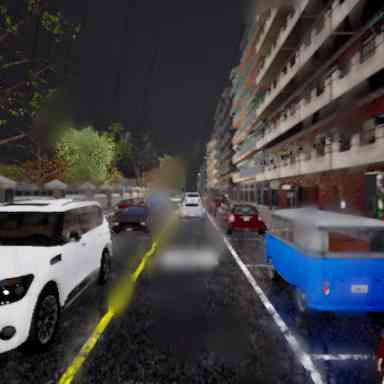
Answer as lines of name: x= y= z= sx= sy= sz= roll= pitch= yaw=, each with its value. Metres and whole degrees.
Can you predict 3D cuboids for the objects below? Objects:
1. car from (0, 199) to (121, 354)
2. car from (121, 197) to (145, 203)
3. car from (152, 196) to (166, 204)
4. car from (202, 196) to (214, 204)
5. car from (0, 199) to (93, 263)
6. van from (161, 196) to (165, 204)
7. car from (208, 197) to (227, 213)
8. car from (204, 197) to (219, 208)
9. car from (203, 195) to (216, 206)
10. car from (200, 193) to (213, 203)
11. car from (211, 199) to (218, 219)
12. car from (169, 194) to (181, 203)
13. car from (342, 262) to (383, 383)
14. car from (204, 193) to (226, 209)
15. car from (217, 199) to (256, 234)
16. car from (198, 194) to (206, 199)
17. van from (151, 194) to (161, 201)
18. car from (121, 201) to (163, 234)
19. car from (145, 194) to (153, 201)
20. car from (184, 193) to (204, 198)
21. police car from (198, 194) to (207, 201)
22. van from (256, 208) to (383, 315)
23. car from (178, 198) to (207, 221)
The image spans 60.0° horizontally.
car: x=-3.088 y=1.197 z=6.425 sx=2.150 sy=2.045 sz=5.566 roll=0 pitch=0 yaw=-1
car: x=-5.679 y=1.337 z=29.720 sx=1.967 sy=1.590 sz=4.097 roll=0 pitch=0 yaw=0
car: x=-5.670 y=1.373 z=57.870 sx=2.008 sy=1.369 sz=4.403 roll=0 pitch=0 yaw=0
car: x=2.710 y=1.404 z=57.868 sx=1.802 sy=1.307 sz=4.206 roll=0 pitch=0 yaw=0
car: x=-5.684 y=1.268 z=12.829 sx=2.192 sy=1.841 sz=5.009 roll=0 pitch=0 yaw=0
van: x=-5.672 y=1.176 z=52.239 sx=1.690 sy=1.788 sz=3.998 roll=0 pitch=0 yaw=0
car: x=2.701 y=1.441 z=29.717 sx=1.887 sy=1.381 sz=4.507 roll=0 pitch=0 yaw=0
car: x=2.706 y=1.393 z=46.608 sx=1.887 sy=1.381 sz=4.507 roll=0 pitch=0 yaw=0
car: x=2.708 y=1.275 z=52.236 sx=1.967 sy=1.590 sz=4.097 roll=0 pitch=0 yaw=0
car: x=2.712 y=1.126 z=63.497 sx=2.192 sy=1.841 sz=5.009 roll=0 pitch=0 yaw=0
car: x=2.699 y=1.465 z=24.087 sx=2.008 sy=1.369 sz=4.403 roll=0 pitch=0 yaw=0
car: x=-2.999 y=1.412 z=63.043 sx=1.895 sy=1.301 sz=4.718 roll=0 pitch=0 yaw=1
car: x=2.693 y=1.538 z=1.566 sx=1.887 sy=1.381 sz=4.507 roll=0 pitch=0 yaw=0
car: x=2.704 y=1.195 z=35.346 sx=2.192 sy=1.841 sz=5.009 roll=0 pitch=0 yaw=0
car: x=2.698 y=1.373 z=18.457 sx=1.967 sy=1.590 sz=4.097 roll=0 pitch=0 yaw=0
car: x=2.720 y=1.313 z=91.650 sx=2.008 sy=1.369 sz=4.403 roll=0 pitch=0 yaw=0
van: x=-5.674 y=1.190 z=46.610 sx=1.690 sy=1.788 sz=3.998 roll=0 pitch=0 yaw=0
car: x=-3.078 y=1.478 z=19.099 sx=2.033 sy=1.411 sz=5.357 roll=0 pitch=0 yaw=0
car: x=-5.677 y=1.320 z=35.349 sx=1.967 sy=1.590 sz=4.097 roll=0 pitch=0 yaw=0
car: x=0.093 y=1.077 z=44.686 sx=2.150 sy=2.045 sz=5.566 roll=0 pitch=0 yaw=0
police car: x=2.391 y=1.208 z=79.317 sx=1.930 sy=1.638 sz=5.238 roll=0 pitch=0 yaw=0
van: x=2.695 y=1.313 z=7.196 sx=1.690 sy=1.788 sz=3.998 roll=0 pitch=0 yaw=0
car: x=0.019 y=1.433 z=26.391 sx=1.812 sy=1.442 sz=4.674 roll=0 pitch=0 yaw=0
